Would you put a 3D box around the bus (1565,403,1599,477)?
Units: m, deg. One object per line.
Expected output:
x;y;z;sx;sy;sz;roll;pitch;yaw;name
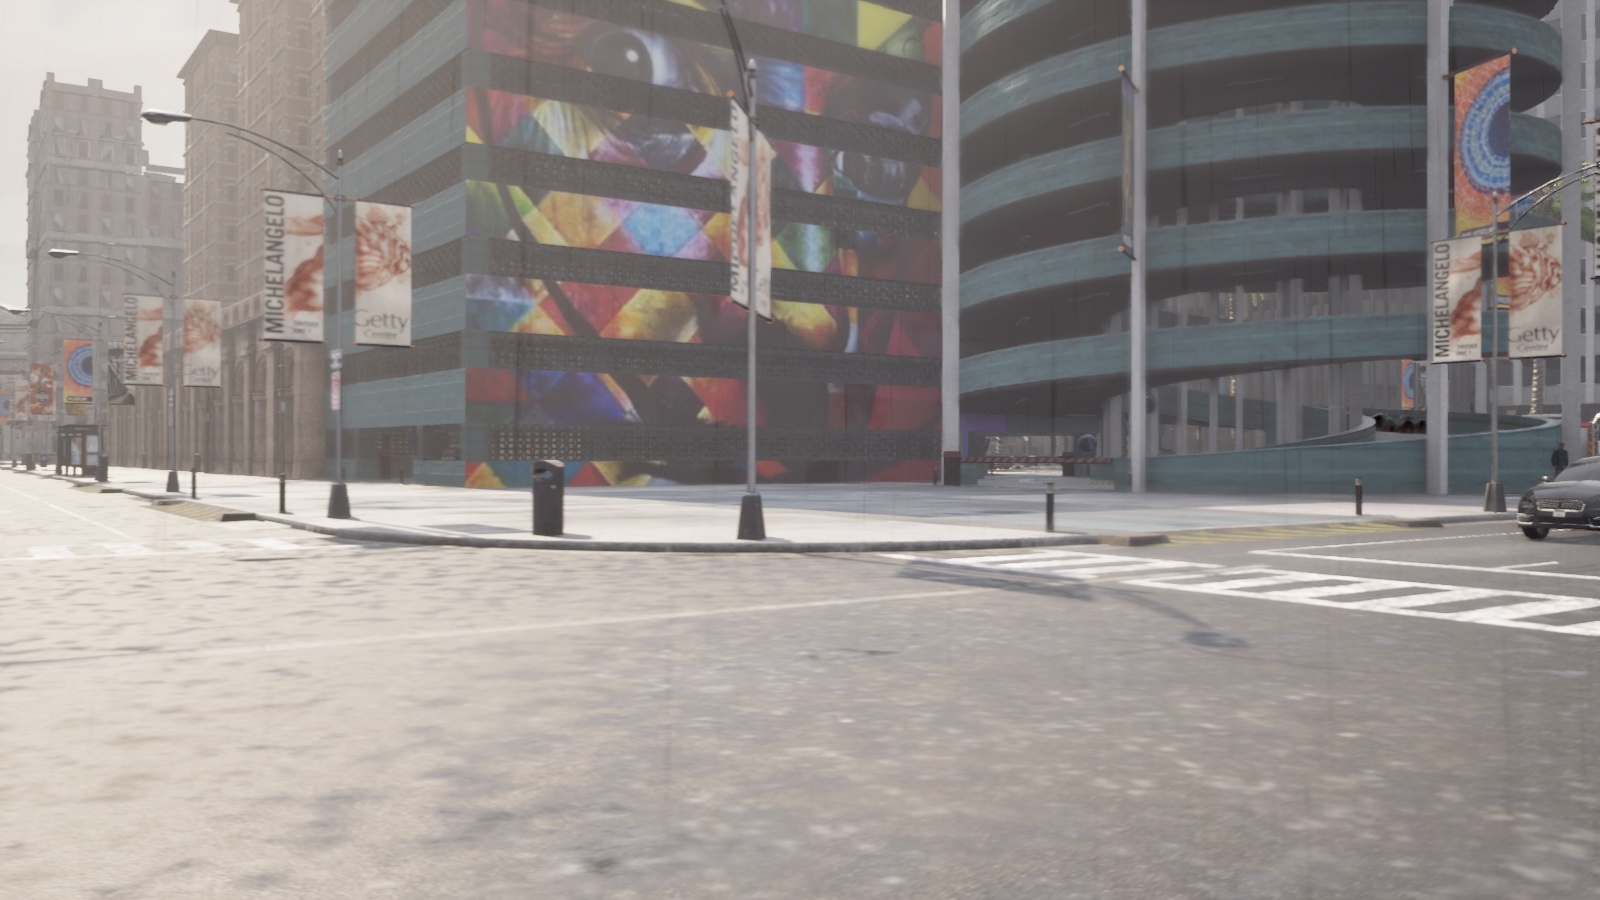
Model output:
48.559;-0.562;70.125;3.944;4.253;10.273;0;0;-13;bus

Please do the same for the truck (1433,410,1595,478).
42.736;-0.325;75.547;2.891;3.827;8.468;0;0;-22;truck

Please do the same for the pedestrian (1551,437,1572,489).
26.819;0.453;44.211;0.726;1.842;0.402;0;0;-39;pedestrian

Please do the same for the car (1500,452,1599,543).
14.641;0.774;22.384;4.892;1.490;1.837;0;0;-35;car
